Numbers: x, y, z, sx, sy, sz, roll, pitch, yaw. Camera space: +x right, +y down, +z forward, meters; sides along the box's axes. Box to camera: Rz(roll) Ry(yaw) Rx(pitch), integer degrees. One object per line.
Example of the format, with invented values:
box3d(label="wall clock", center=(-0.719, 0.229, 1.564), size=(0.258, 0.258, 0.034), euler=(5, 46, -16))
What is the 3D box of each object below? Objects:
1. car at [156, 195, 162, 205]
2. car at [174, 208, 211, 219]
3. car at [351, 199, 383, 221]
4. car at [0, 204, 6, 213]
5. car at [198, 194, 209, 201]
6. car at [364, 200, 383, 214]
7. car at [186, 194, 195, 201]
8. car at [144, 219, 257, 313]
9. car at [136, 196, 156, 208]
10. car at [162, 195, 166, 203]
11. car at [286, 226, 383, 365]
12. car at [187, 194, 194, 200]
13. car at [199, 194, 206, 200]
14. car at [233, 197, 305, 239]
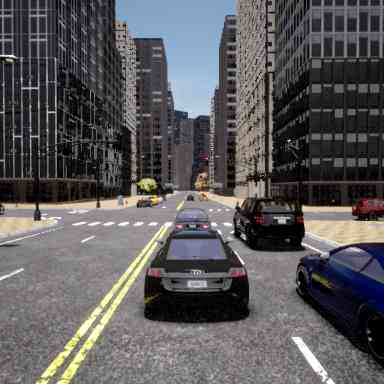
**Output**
box3d(label="car", center=(-6.850, 1.433, 57.096), size=(1.882, 1.535, 5.008), euler=(0, 0, 0))
box3d(label="car", center=(0.021, 1.538, 16.994), size=(2.033, 1.411, 5.357), euler=(0, 0, 0))
box3d(label="car", center=(16.071, 1.520, 27.913), size=(5.009, 1.841, 2.192), euler=(1, 0, 1))
box3d(label="car", center=(-19.947, 1.345, 30.927), size=(4.892, 1.490, 1.837), euler=(1, 1, 1))
box3d(label="car", center=(2.883, 1.396, 78.641), size=(1.882, 1.535, 5.008), euler=(0, 0, 0))
box3d(label="car", center=(21.641, 1.643, 36.226), size=(4.829, 1.417, 1.752), euler=(1, 0, 1))
box3d(label="car", center=(-0.372, 1.426, 79.402), size=(1.837, 1.490, 4.892), euler=(0, 0, 0))
box3d(label="car", center=(0.066, 1.560, 7.772), size=(1.994, 1.385, 4.181), euler=(0, 0, -1))
box3d(label="car", center=(-6.815, 1.529, 48.167), size=(1.994, 1.385, 4.181), euler=(0, 0, 0))
box3d(label="car", center=(-6.841, 1.469, 66.544), size=(1.812, 1.442, 4.674), euler=(0, 0, 0))
box3d(label="car", center=(3.333, 1.561, 5.803), size=(1.994, 1.385, 4.181), euler=(0, 0, -1))
box3d(label="car", center=(-0.419, 1.387, 89.461), size=(1.882, 1.535, 5.008), euler=(0, 0, 0))
box3d(label="car", center=(2.833, 1.242, 89.058), size=(1.837, 1.490, 4.892), euler=(0, 0, 0))
box3d(label="car", center=(3.304, 1.213, 15.224), size=(2.150, 2.045, 5.566), euler=(0, 0, -2))
